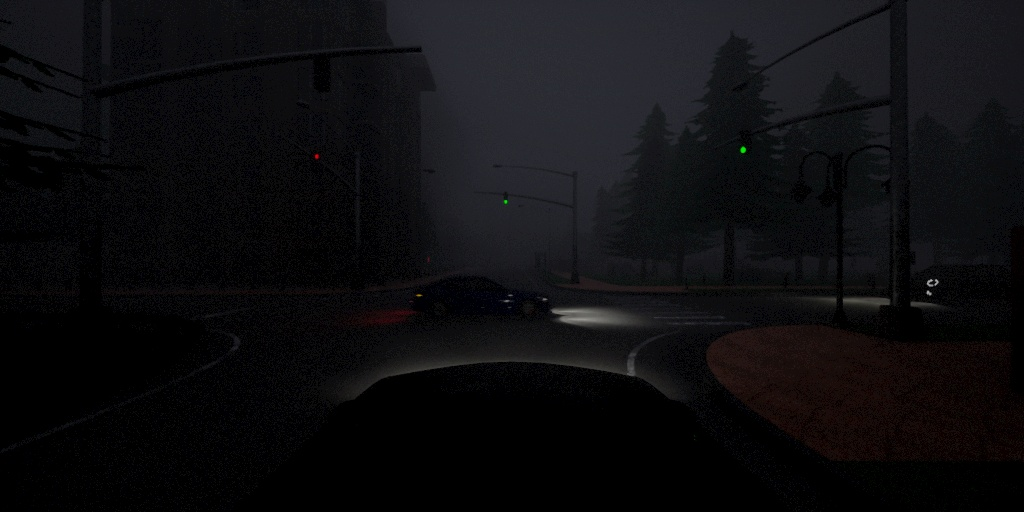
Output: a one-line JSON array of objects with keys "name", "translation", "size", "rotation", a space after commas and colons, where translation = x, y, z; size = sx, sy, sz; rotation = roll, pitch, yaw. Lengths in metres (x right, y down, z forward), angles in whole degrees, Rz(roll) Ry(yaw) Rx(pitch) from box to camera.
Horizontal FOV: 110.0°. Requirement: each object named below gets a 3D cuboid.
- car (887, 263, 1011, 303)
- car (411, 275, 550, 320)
[{"name": "car", "translation": [20.274, 1.173, 16.523], "size": [4.553, 1.767, 2.097], "rotation": [0, 0, -1]}, {"name": "car", "translation": [-1.046, 1.386, 12.302], "size": [4.674, 1.442, 1.812], "rotation": [0, 0, -2]}]
